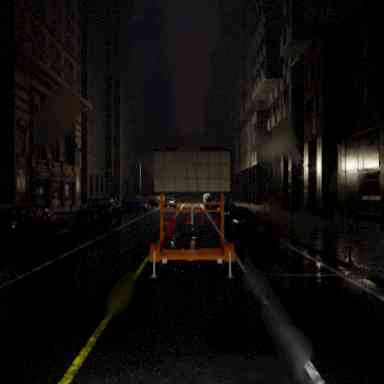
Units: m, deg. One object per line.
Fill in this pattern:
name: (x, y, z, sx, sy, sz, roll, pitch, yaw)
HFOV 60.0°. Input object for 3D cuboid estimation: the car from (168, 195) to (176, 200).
car: (-5.699, 1.458, 93.671, 1.887, 1.381, 4.507, 0, 0, 0)

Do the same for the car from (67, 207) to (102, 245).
car: (-5.751, 1.559, 15.247, 1.802, 1.307, 4.206, 0, 0, 0)

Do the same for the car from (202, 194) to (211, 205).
car: (2.793, 1.263, 43.264, 2.192, 1.841, 5.009, 0, 0, 0)

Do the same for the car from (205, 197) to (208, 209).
car: (2.789, 1.535, 37.662, 1.802, 1.307, 4.206, 0, 0, 0)

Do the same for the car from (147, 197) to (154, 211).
car: (-5.736, 1.478, 37.483, 1.752, 1.417, 4.829, 0, 0, 0)

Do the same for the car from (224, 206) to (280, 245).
car: (2.774, 1.544, 15.254, 1.947, 1.339, 4.313, 0, 0, 0)

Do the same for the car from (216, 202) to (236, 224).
car: (2.778, 1.537, 20.856, 1.947, 1.339, 4.313, 0, 0, 0)

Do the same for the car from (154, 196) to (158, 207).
car: (-5.728, 1.383, 48.857, 1.967, 1.590, 4.097, 0, 0, 0)

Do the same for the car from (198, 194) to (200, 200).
car: (2.811, 1.508, 71.275, 1.802, 1.307, 4.206, 0, 0, 0)

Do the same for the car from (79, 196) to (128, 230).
car: (-5.746, 1.286, 20.849, 2.192, 1.841, 5.009, 0, 0, 0)

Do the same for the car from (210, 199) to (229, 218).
car: (2.782, 1.515, 26.458, 2.008, 1.369, 4.403, 0, 0, 0)

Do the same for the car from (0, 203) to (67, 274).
car: (-5.754, 1.300, 9.645, 2.192, 1.841, 5.009, 0, 0, 0)

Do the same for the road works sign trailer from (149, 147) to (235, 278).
road works sign trailer: (0.006, 0.449, 10.105, 2.380, 3.560, 2.880, 0, 0, 0)

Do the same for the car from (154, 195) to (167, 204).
car: (-5.721, 1.374, 60.061, 1.967, 1.590, 4.097, 0, 0, 0)

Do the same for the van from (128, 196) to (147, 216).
van: (-5.739, 1.299, 32.051, 1.690, 1.788, 3.998, 0, 0, 0)

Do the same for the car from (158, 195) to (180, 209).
car: (-3.048, 1.494, 45.158, 2.033, 1.411, 5.357, 0, 0, 0)

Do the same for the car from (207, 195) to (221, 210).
car: (2.786, 1.398, 32.060, 1.967, 1.590, 4.097, 0, 0, 0)

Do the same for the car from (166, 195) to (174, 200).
car: (-5.703, 1.441, 87.899, 1.752, 1.417, 4.829, 0, 0, 0)

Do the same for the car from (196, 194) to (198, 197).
car: (2.826, 1.458, 93.683, 1.887, 1.381, 4.507, 0, 0, 0)

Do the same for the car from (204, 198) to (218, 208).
car: (2.796, 1.525, 48.867, 1.802, 1.307, 4.206, 0, 0, 0)
